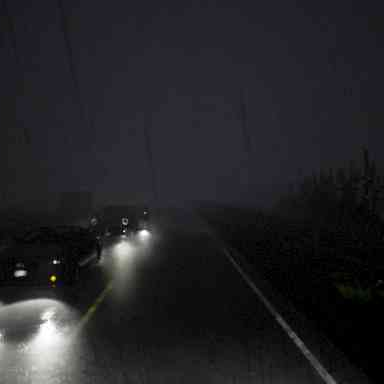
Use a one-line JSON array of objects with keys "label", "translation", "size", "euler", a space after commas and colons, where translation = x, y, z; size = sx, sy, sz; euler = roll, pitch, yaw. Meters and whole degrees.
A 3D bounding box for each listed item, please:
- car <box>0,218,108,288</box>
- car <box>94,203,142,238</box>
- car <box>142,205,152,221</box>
[{"label": "car", "translation": [-3.920, 1.659, 9.462], "size": [1.994, 1.385, 4.181], "euler": [0, 0, -2]}, {"label": "car", "translation": [-4.277, 1.522, 18.802], "size": [2.097, 1.767, 4.553], "euler": [0, 0, -2]}, {"label": "car", "translation": [-4.689, 1.857, 29.730], "size": [1.895, 1.301, 4.718], "euler": [0, 0, -2]}]
